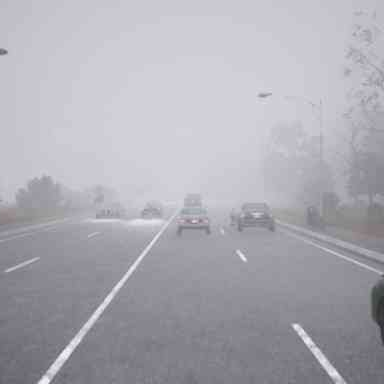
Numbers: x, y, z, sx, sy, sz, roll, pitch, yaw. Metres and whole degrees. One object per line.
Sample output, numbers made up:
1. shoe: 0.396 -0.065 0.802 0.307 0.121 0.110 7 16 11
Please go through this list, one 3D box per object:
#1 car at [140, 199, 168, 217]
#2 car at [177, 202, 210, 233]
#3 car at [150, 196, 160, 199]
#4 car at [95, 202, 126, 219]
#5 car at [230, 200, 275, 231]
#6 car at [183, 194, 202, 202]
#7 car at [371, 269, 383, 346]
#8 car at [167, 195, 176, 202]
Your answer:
1. car: -3.597 1.605 30.961 1.895 1.301 4.718 0 0 0
2. car: 0.101 1.550 19.583 2.033 1.411 5.357 0 0 0
3. car: -7.778 1.476 69.986 1.882 1.535 5.008 0 0 -4
4. car: -7.096 1.568 29.375 1.994 1.385 4.181 0 0 0
5. car: 3.600 1.355 20.553 2.097 1.767 4.553 0 0 0
6. car: 0.096 1.227 41.859 2.150 2.045 5.566 0 0 0
7. car: 3.600 1.222 2.326 2.150 2.045 5.566 0 0 0
8. car: -4.556 1.511 73.410 2.128 1.511 4.902 0 0 -5
